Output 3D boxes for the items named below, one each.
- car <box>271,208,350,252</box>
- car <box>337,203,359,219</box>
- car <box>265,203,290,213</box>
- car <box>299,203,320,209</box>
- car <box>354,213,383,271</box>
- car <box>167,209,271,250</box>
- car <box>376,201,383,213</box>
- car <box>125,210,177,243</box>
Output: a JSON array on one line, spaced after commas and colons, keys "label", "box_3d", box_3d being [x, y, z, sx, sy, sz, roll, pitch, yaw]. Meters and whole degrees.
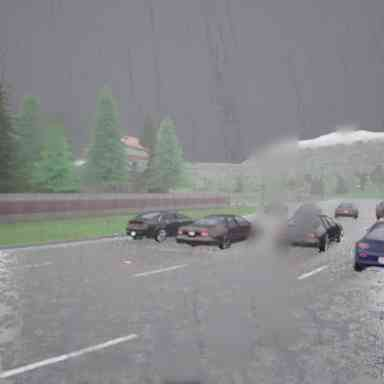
[{"label": "car", "box_3d": [5.245, 1.671, 14.588, 2.033, 1.411, 5.357, -1, -1, 34]}, {"label": "car", "box_3d": [15.200, 1.804, 32.565, 1.994, 1.385, 4.181, -1, -1, 28]}, {"label": "car", "box_3d": [9.406, 1.881, 36.530, 2.033, 1.411, 5.357, -1, -1, 28]}, {"label": "car", "box_3d": [12.204, 1.850, 34.386, 1.994, 1.385, 4.181, -1, -1, 28]}, {"label": "car", "box_3d": [6.386, 1.591, 10.282, 1.812, 1.442, 4.674, 0, 0, 39]}, {"label": "car", "box_3d": [1.467, 1.711, 15.263, 2.033, 1.411, 5.357, -1, -1, 36]}, {"label": "car", "box_3d": [17.255, 1.536, 29.000, 2.097, 1.767, 4.553, -1, -1, 28]}, {"label": "car", "box_3d": [-1.303, 1.719, 17.689, 1.837, 1.490, 4.892, 0, 0, 38]}]
